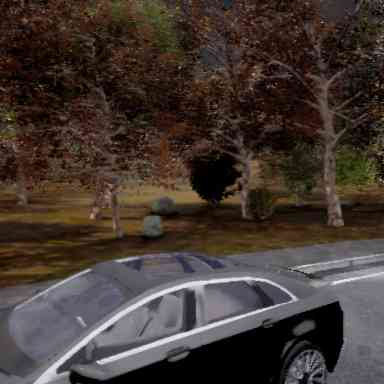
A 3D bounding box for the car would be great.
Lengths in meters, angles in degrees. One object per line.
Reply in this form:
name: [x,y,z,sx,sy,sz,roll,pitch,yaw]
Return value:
car: [-0.536,1.462,3.288,4.902,1.511,2.128,-1,1,-32]
